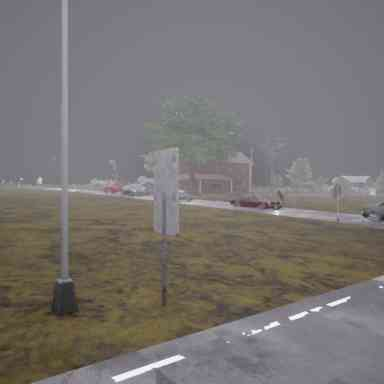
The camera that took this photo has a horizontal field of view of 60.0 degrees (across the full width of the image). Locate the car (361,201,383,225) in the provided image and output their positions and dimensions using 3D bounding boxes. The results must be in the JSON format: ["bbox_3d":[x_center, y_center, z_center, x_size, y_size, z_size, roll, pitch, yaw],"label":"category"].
[{"bbox_3d":[12.241,1.218,18.837,2.128,1.511,4.902,0,2,-36],"label":"car"}]

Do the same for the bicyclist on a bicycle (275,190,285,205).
[{"bbox_3d":[8.891,0.664,33.763,1.656,1.620,0.582,0,2,-36],"label":"bicyclist on a bicycle"}]

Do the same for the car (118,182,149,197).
[{"bbox_3d":[-8.315,-0.217,47.512,2.097,1.767,4.553,0,2,-35],"label":"car"}]

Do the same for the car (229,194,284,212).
[{"bbox_3d":[5.422,0.885,28.331,1.895,1.301,4.718,0,2,-36],"label":"car"}]

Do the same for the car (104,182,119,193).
[{"bbox_3d":[-14.110,-0.818,60.409,2.150,2.045,5.566,0,2,-36],"label":"car"}]

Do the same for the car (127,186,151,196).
[{"bbox_3d":[-8.411,-0.187,52.569,1.812,1.442,4.674,0,2,-35],"label":"car"}]

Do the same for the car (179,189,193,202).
[{"bbox_3d":[-1.735,0.360,38.301,1.812,1.442,4.674,0,2,-36],"label":"car"}]
